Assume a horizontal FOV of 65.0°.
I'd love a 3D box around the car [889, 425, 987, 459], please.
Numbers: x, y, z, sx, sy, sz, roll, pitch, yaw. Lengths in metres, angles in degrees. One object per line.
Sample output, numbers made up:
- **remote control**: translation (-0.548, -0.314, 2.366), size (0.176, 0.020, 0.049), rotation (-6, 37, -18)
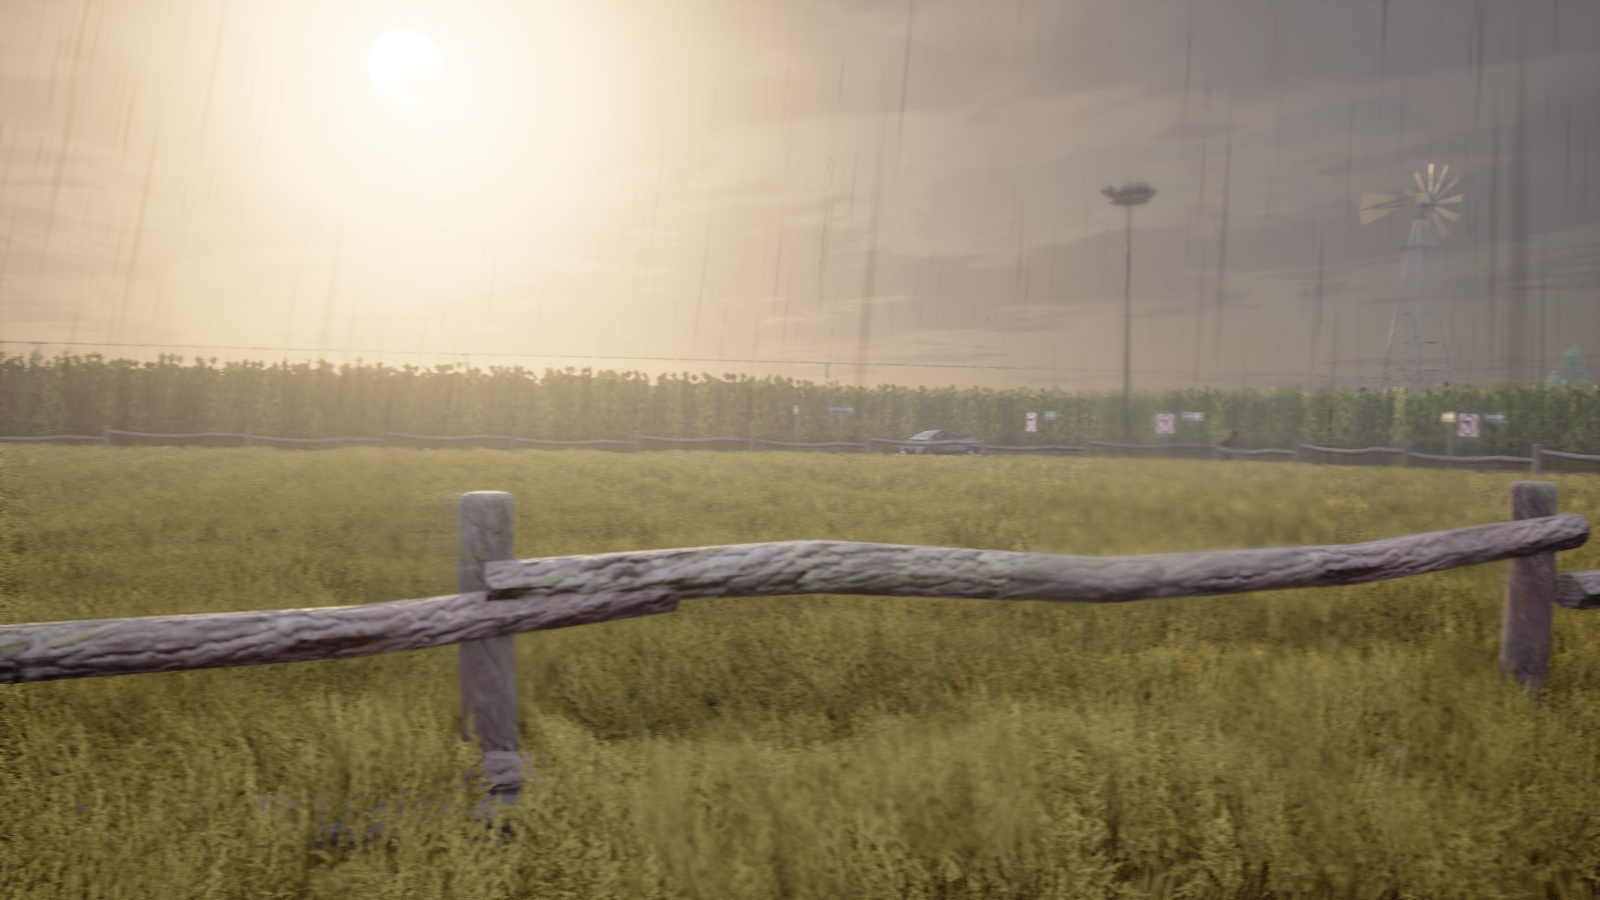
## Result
- **car**: translation (6.668, -0.394, 60.414), size (4.514, 1.525, 2.007), rotation (-1, 1, -37)
